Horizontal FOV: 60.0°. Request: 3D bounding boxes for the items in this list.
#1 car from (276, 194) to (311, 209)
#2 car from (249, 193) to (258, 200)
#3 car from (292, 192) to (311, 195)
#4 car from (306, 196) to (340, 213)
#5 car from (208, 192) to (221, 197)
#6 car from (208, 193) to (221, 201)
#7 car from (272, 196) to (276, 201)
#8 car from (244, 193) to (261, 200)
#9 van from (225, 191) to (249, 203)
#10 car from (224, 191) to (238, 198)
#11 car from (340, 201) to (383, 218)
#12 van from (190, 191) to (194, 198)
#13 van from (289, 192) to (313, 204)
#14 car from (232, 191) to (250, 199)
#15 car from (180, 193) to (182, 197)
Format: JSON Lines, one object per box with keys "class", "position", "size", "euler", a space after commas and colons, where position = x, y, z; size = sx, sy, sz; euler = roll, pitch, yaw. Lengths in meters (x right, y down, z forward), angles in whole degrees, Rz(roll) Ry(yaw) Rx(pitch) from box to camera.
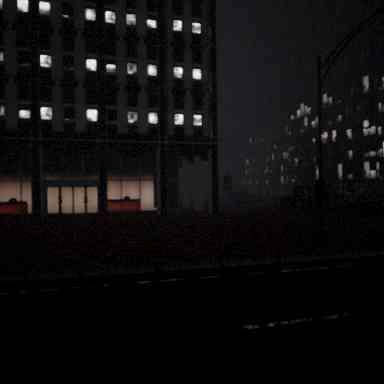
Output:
{"class": "car", "position": [12.280, 1.325, 39.629], "size": [1.947, 1.339, 4.313], "euler": [0, 1, -16]}
{"class": "car", "position": [9.342, 0.654, 59.622], "size": [1.882, 1.535, 5.008], "euler": [-1, 1, -16]}
{"class": "car", "position": [13.691, 1.033, 44.257], "size": [2.097, 1.767, 4.553], "euler": [-1, 1, -16]}
{"class": "car", "position": [13.802, 1.397, 34.153], "size": [1.802, 1.307, 4.206], "euler": [0, 1, -16]}
{"class": "car", "position": [6.179, 0.674, 91.107], "size": [2.008, 1.369, 4.403], "euler": [0, 1, -16]}
{"class": "car", "position": [4.441, 1.029, 66.942], "size": [2.008, 1.369, 4.403], "euler": [0, 1, -16]}
{"class": "car", "position": [15.648, 1.048, 58.348], "size": [1.802, 1.307, 4.206], "euler": [0, 1, -16]}
{"class": "car", "position": [12.492, 0.934, 69.268], "size": [1.802, 1.307, 4.206], "euler": [0, 1, -16]}
{"class": "van", "position": [7.597, 0.934, 56.020], "size": [1.690, 1.788, 3.998], "euler": [0, 1, -16]}
{"class": "car", "position": [9.335, 0.678, 80.186], "size": [1.967, 1.590, 4.097], "euler": [0, 1, -16]}
{"class": "car", "position": [15.363, 1.436, 28.686], "size": [1.947, 1.339, 4.313], "euler": [0, 1, -16]}
{"class": "van", "position": [-0.294, 0.648, 83.320], "size": [1.690, 1.788, 3.998], "euler": [0, 1, -16]}
{"class": "van", "position": [17.225, 0.863, 52.885], "size": [1.690, 1.788, 3.998], "euler": [0, 1, -16]}
{"class": "car", "position": [10.913, 0.610, 74.725], "size": [2.192, 1.841, 5.009], "euler": [0, 1, -16]}
{"class": "car", "position": [-1.871, 0.690, 88.781], "size": [1.967, 1.590, 4.097], "euler": [0, 1, -16]}
